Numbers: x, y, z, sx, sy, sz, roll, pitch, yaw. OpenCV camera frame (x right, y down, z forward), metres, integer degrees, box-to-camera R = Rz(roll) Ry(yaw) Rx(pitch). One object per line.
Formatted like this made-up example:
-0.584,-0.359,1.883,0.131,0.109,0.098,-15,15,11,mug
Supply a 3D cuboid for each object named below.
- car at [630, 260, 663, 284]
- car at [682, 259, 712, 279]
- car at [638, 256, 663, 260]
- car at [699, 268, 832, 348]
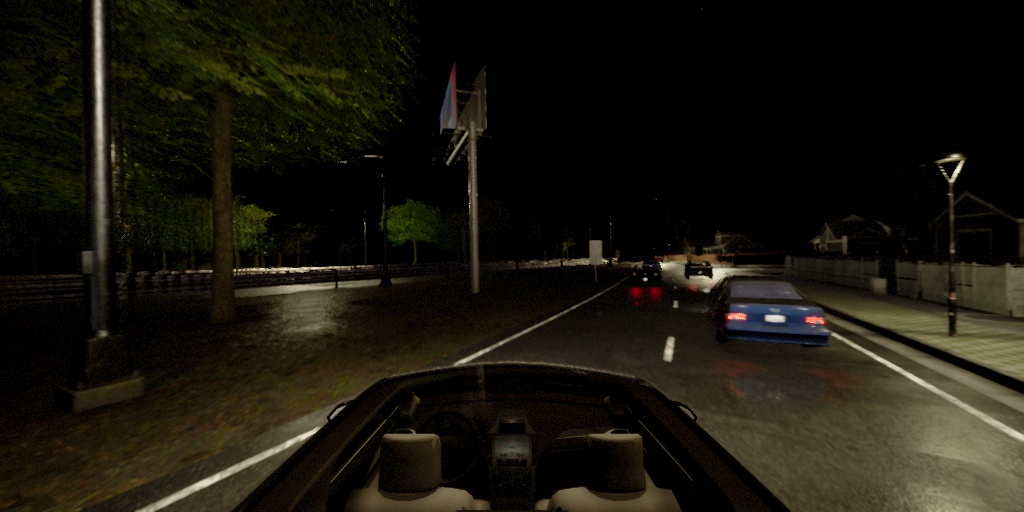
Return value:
9.389,1.187,24.959,1.895,1.301,4.718,-1,0,23,car
14.609,0.985,28.315,2.128,1.511,4.902,-1,0,23,car
15.368,1.030,39.781,1.994,1.385,4.181,-1,0,21,car
6.017,1.200,8.994,2.033,1.411,5.357,-1,0,26,car
